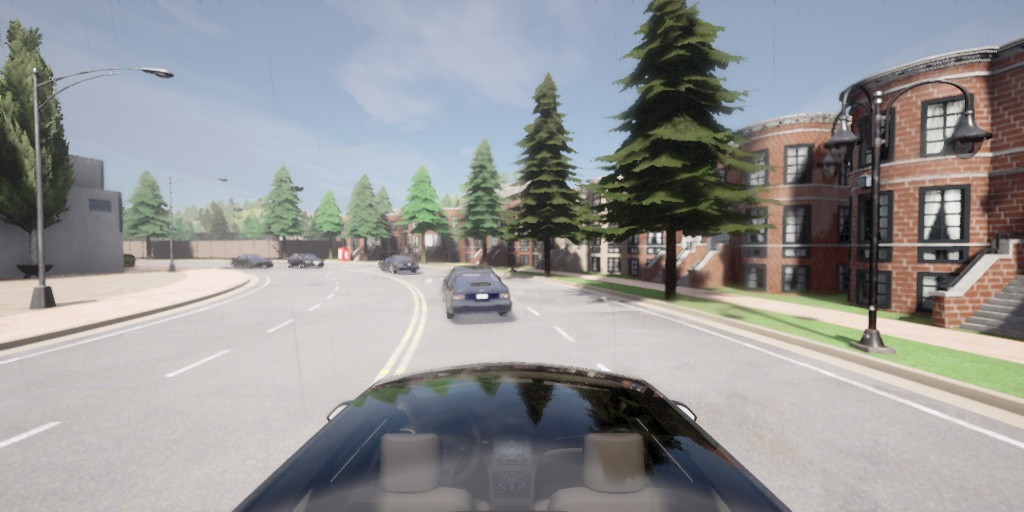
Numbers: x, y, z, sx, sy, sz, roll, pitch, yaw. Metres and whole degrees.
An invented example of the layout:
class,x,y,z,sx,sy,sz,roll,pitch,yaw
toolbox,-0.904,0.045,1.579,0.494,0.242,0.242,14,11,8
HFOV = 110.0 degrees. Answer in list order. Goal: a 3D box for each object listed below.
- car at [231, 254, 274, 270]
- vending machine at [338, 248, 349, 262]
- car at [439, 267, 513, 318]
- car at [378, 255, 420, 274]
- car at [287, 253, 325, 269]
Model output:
class,x,y,z,sx,sy,sz,roll,pitch,yaw
car,-24.952,0.554,34.392,5.357,1.411,2.033,1,2,33
vending machine,-23.647,-0.183,50.354,0.880,2.100,1.100,0,0,26
car,-1.343,1.055,11.888,2.033,1.411,5.357,0,1,-13
car,-9.268,0.654,29.141,2.033,1.411,5.357,-1,2,-36
car,-20.193,0.474,35.064,4.902,1.511,2.128,1,2,37
